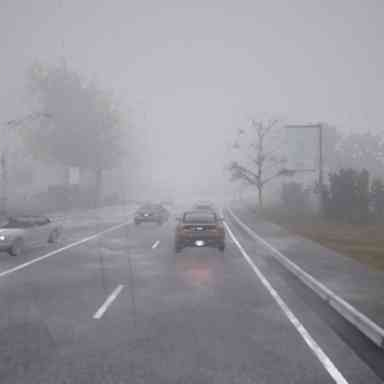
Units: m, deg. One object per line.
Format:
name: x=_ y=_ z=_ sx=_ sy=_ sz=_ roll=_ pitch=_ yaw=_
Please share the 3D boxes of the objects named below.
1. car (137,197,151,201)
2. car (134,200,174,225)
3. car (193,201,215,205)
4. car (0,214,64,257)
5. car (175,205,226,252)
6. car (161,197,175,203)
car: x=-7.695 y=1.483 z=53.213 sx=1.812 sy=1.442 sz=4.674 roll=0 pitch=0 yaw=6
car: x=-2.796 y=1.529 z=23.774 sx=2.033 sy=1.411 sz=5.357 roll=0 pitch=0 yaw=3
car: x=1.083 y=1.505 z=30.305 sx=1.812 sy=1.442 sz=4.674 roll=0 pitch=0 yaw=4
car: x=-6.894 y=1.587 z=13.095 sx=1.895 sy=1.301 sz=4.718 roll=0 pitch=0 yaw=2
car: x=0.333 y=1.495 z=13.818 sx=1.837 sy=1.490 sz=4.892 roll=0 pitch=0 yaw=2
car: x=-4.054 y=1.506 z=54.427 sx=2.033 sy=1.411 sz=5.357 roll=0 pitch=0 yaw=7
